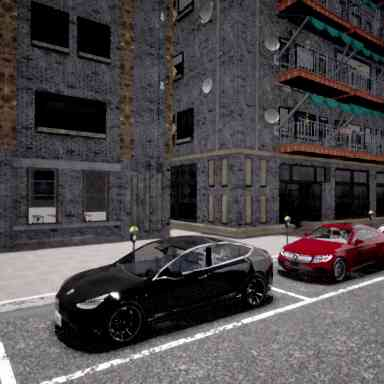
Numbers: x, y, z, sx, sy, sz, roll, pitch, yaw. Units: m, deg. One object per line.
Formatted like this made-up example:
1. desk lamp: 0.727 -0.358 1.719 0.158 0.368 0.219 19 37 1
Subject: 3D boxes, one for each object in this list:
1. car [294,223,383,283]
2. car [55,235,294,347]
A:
1. car: 4.316 1.585 9.675 4.206 1.307 1.802 0 0 -36
2. car: -0.280 1.566 6.368 4.313 1.339 1.947 0 0 -36
